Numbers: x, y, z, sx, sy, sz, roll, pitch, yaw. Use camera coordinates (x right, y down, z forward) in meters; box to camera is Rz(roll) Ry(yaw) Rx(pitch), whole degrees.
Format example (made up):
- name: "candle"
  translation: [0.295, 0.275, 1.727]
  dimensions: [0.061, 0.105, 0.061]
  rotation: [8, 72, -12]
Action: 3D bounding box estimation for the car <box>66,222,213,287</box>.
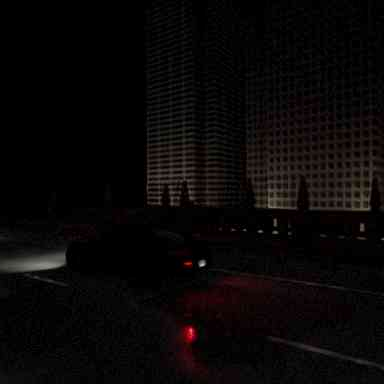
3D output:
- name: "car"
  translation: [-1.621, 1.586, 9.447]
  dimensions: [4.674, 1.442, 1.812]
  rotation: [-1, 0, 36]
